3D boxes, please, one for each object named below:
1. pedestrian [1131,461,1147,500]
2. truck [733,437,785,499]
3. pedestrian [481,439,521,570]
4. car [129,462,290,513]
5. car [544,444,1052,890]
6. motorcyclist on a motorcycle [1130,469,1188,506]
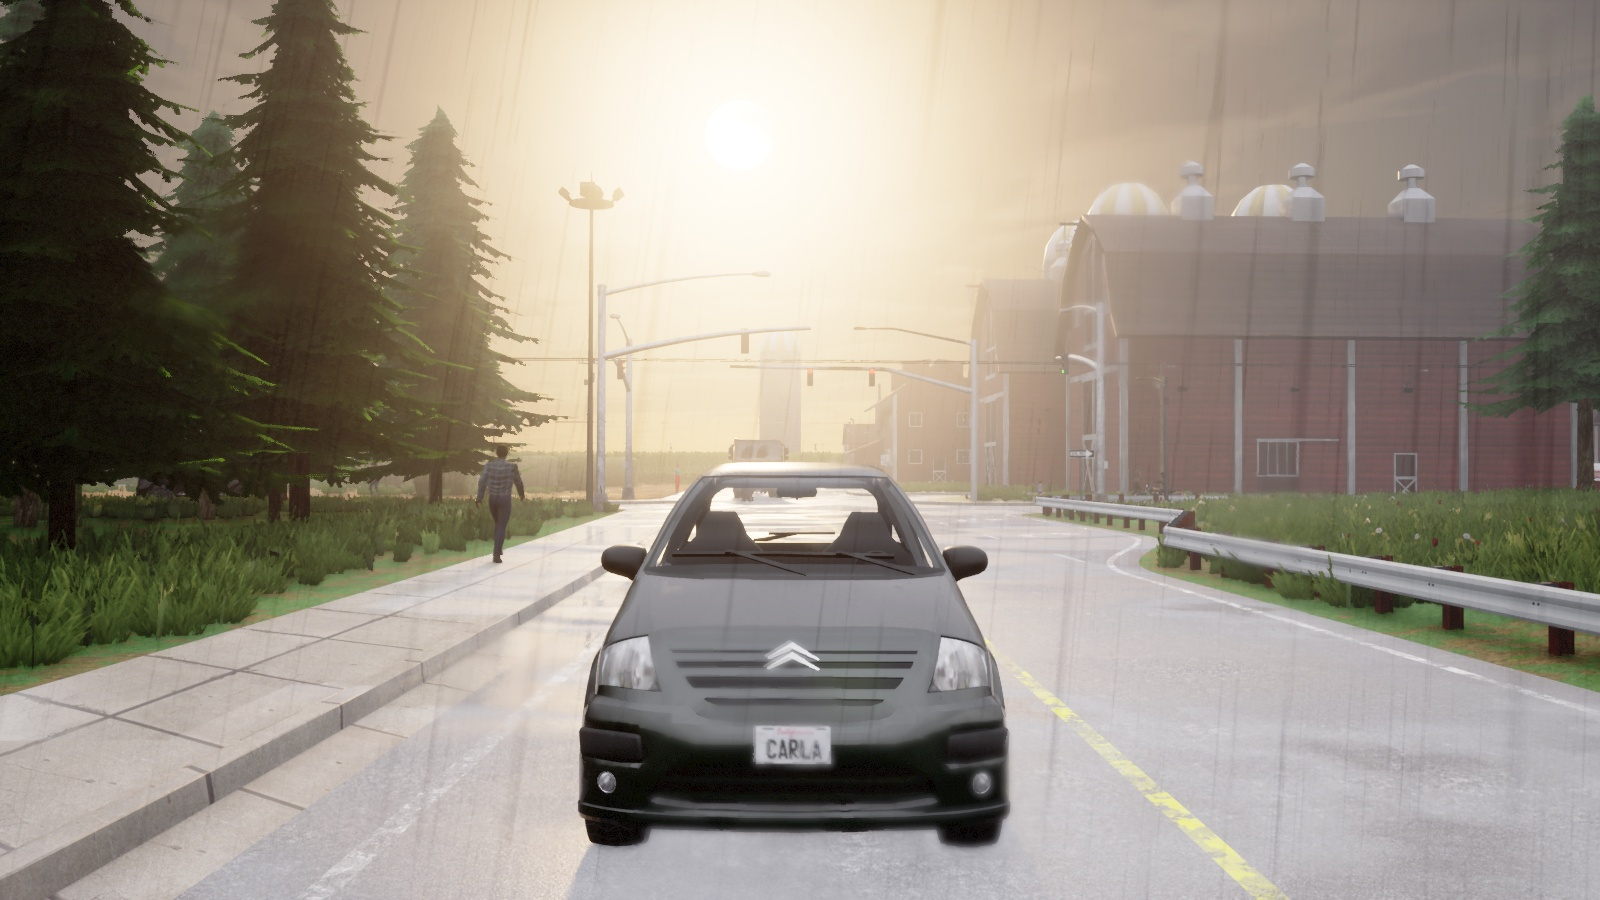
[{"bbox_3d":[16.163,1.435,59.881,0.634,1.846,0.331,0,-1,-1],"label":"pedestrian"},{"bbox_3d":[-2.453,1.075,73.816,2.891,3.462,7.936,0,-1,-2],"label":"truck"},{"bbox_3d":[-4.550,0.815,19.137,0.423,1.949,0.788,0,-1,1],"label":"pedestrian"},{"bbox_3d":[-24.092,1.518,51.380,5.566,2.045,2.150,0,-1,-1],"label":"car"},{"bbox_3d":[-0.021,0.823,6.581,1.851,1.617,3.988,0,-1,0],"label":"car"},{"bbox_3d":[15.962,1.663,55.810,2.350,1.649,0.766,0,-1,-1],"label":"motorcyclist on a motorcycle"}]
